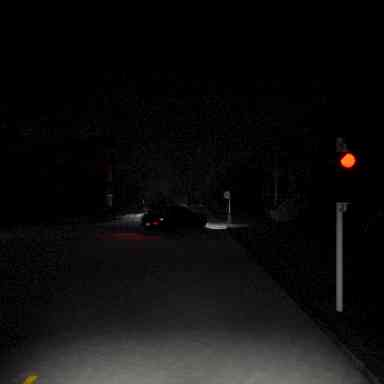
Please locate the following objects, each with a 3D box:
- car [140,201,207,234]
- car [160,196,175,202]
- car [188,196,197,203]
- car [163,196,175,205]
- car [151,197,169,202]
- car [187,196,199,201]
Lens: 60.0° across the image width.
[{"bbox_3d":[-0.993,1.526,19.512,1.812,1.442,4.674,2,1,37],"label":"car"},{"bbox_3d":[-4.076,1.352,48.348,2.097,1.767,4.553,0,0,0],"label":"car"},{"bbox_3d":[0.059,1.680,74.403,1.837,1.490,4.892,0,0,0],"label":"car"},{"bbox_3d":[-4.041,1.526,58.502,1.812,1.442,4.674,0,0,0],"label":"car"},{"bbox_3d":[-4.090,1.601,39.385,1.895,1.301,4.718,0,0,0],"label":"car"},{"bbox_3d":[0.122,1.547,52.375,2.033,1.411,5.357,0,0,0],"label":"car"}]
